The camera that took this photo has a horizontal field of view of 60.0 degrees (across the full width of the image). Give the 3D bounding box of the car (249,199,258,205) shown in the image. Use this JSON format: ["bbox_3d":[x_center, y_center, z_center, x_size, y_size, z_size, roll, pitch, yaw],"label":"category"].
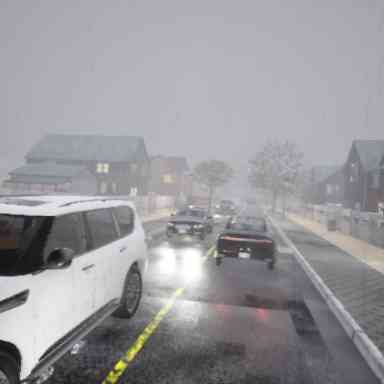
[{"bbox_3d":[16.481,2.758,89.026,1.837,1.490,4.892,3,-1,14],"label":"car"}]

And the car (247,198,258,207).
[{"bbox_3d":[14.260,2.410,78.860,2.150,2.045,5.566,3,-1,11],"label":"car"}]

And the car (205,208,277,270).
[{"bbox_3d":[1.928,1.599,11.742,2.128,1.511,4.902,3,0,10],"label":"car"}]

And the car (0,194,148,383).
[{"bbox_3d":[-2.308,1.090,4.481,2.150,2.045,5.566,3,1,11],"label":"car"}]

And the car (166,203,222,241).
[{"bbox_3d":[0.040,1.503,17.190,2.128,1.511,4.902,3,0,11],"label":"car"}]

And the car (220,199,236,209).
[{"bbox_3d":[3.937,1.648,37.995,2.097,1.767,4.553,3,0,11],"label":"car"}]
